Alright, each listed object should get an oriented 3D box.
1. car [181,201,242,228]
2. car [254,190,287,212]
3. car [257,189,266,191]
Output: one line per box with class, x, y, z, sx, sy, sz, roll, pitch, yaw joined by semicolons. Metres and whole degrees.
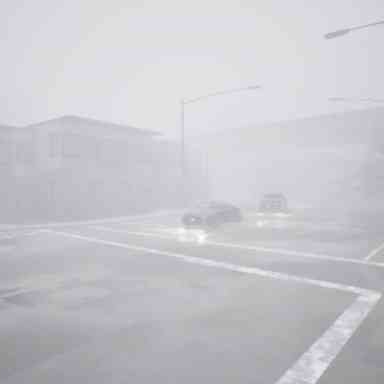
car;1.214;1.228;19.373;1.994;1.385;4.181;-1;2;37
car;6.971;0.813;28.534;1.837;1.490;4.892;-1;2;24
car;10.756;0.308;50.295;2.033;1.411;5.357;-1;1;-4
